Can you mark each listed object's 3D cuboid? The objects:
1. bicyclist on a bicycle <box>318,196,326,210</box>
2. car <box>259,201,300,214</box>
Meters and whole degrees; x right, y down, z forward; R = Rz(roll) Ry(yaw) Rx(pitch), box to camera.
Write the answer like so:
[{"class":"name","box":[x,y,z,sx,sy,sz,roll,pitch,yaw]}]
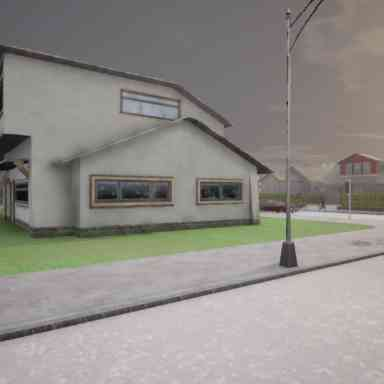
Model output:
[{"class":"bicyclist on a bicycle","box":[15.772,1.349,40.310,1.656,1.620,0.582,0,0,-35]},{"class":"car","box":[9.052,1.601,35.276,1.895,1.301,4.718,0,0,-35]}]
